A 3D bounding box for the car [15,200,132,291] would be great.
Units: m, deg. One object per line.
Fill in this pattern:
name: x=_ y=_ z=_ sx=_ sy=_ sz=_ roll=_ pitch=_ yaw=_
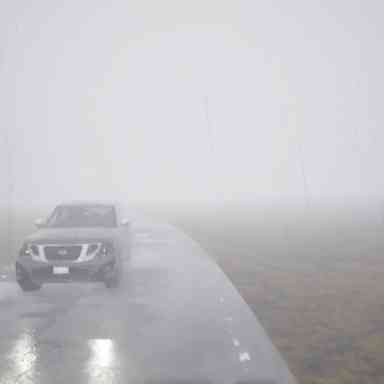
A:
car: x=-2.968 y=1.266 z=9.573 sx=2.150 sy=2.045 sz=5.566 roll=0 pitch=0 yaw=-6
